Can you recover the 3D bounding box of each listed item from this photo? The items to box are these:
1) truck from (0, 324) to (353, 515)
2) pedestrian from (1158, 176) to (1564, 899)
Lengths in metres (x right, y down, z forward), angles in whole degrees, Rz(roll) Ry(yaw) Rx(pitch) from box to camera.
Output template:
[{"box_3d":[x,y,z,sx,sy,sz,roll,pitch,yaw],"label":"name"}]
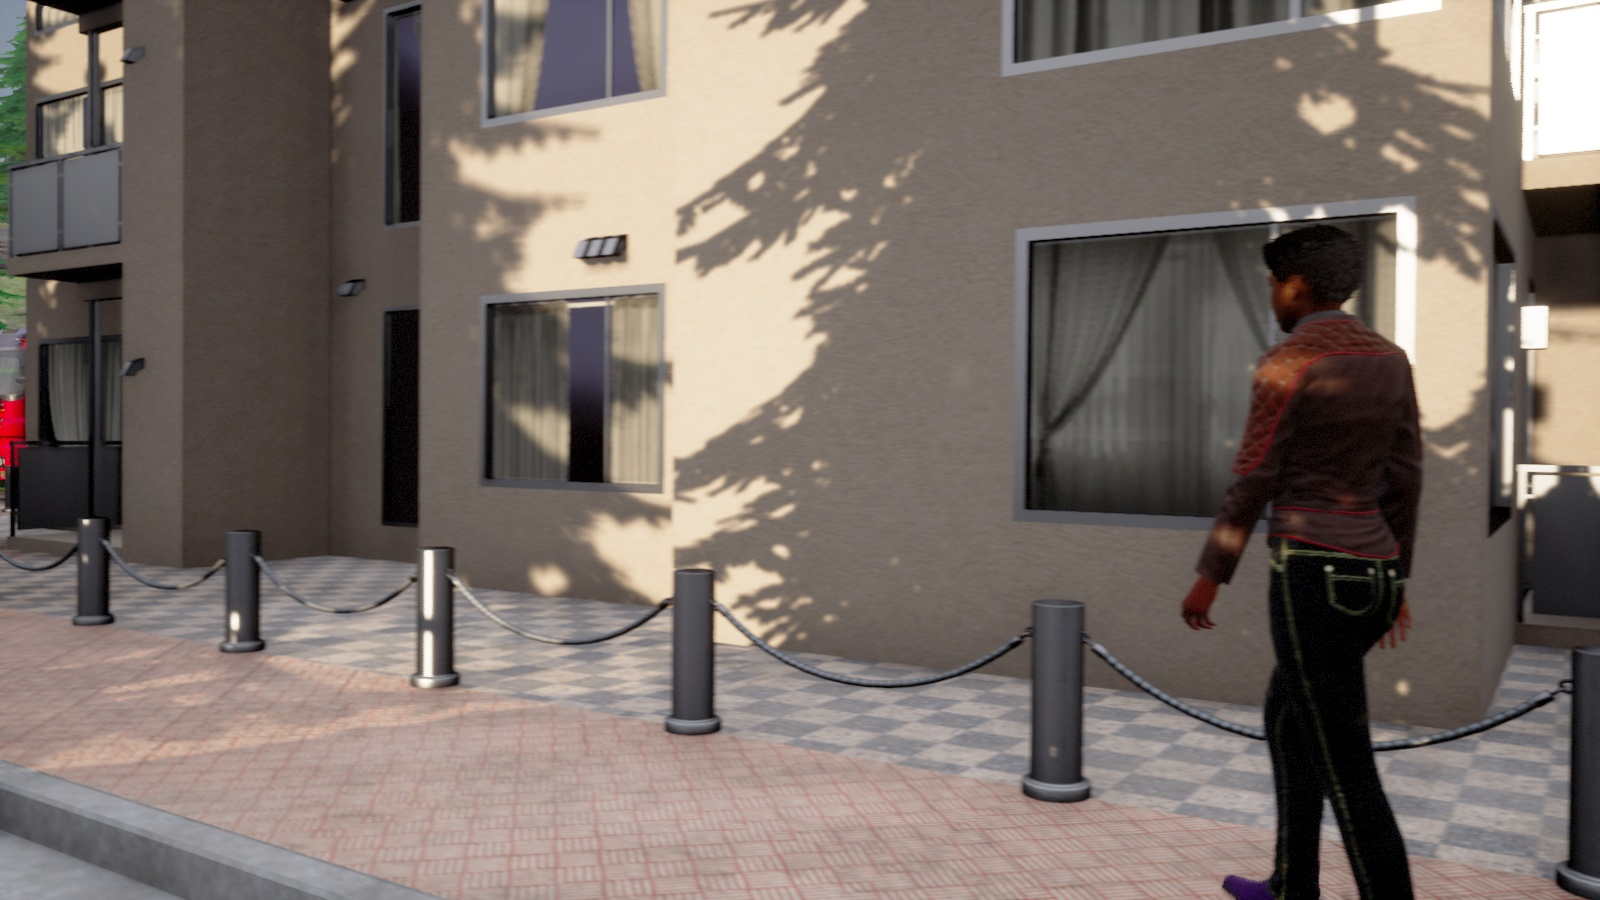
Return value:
[{"box_3d":[-14.995,-0.684,29.414,2.891,3.827,8.468,0,1,33],"label":"truck"},{"box_3d":[1.307,0.339,3.031,0.328,1.805,0.869,-1,1,-28],"label":"pedestrian"}]
